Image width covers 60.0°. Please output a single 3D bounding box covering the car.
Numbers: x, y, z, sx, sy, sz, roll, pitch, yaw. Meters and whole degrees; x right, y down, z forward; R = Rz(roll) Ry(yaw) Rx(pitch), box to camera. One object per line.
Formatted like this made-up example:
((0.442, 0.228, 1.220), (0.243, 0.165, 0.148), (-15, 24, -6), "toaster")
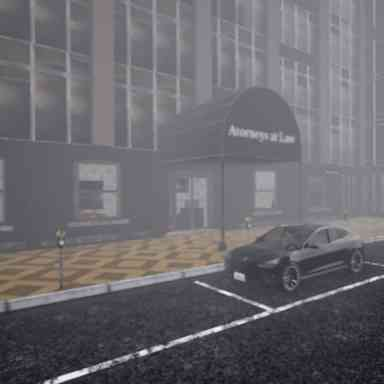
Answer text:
((2.844, 1.520, 8.766), (4.313, 1.339, 1.947), (0, 0, -36), "car")
